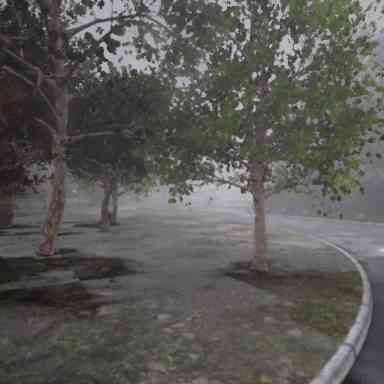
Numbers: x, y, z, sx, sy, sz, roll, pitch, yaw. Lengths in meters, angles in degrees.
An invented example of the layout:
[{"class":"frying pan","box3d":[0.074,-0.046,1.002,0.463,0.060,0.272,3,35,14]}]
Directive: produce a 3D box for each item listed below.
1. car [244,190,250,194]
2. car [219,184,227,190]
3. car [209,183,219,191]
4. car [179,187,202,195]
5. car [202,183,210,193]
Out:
[{"class":"car","box3d":[12.655,-0.433,73.615,1.812,1.442,4.674,0,3,23]},{"class":"car","box3d":[8.378,-1.493,93.571,2.163,1.488,4.792,0,3,23]},{"class":"car","box3d":[4.101,-1.119,83.389,2.435,2.045,5.566,0,3,23]},{"class":"car","box3d":[-0.284,-0.199,72.976,1.946,1.575,5.366,0,3,23]},{"class":"car","box3d":[1.855,-0.527,78.059,1.946,1.575,5.366,0,3,23]}]
